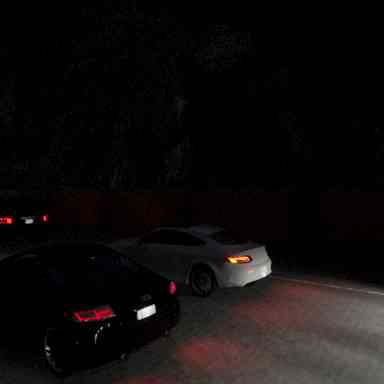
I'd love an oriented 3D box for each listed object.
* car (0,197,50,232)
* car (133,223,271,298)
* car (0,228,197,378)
[{"bbox_3d":[-8.407,1.220,14.306,5.566,2.045,2.150,0,0,36],"label":"car"},{"bbox_3d":[-0.320,1.525,8.525,4.674,1.442,1.812,0,0,36],"label":"car"},{"bbox_3d":[-2.234,1.564,5.591,4.181,1.385,1.994,0,0,36],"label":"car"}]
